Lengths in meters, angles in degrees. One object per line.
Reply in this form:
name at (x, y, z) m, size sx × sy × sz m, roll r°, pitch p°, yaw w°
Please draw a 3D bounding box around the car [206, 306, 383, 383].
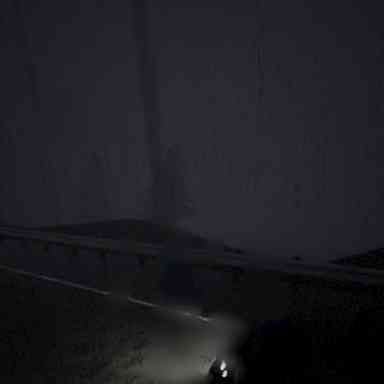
car at (2.150, 1.565, 2.454) m, size 4.181 × 1.385 × 1.994 m, roll 0°, pitch 0°, yaw 35°
